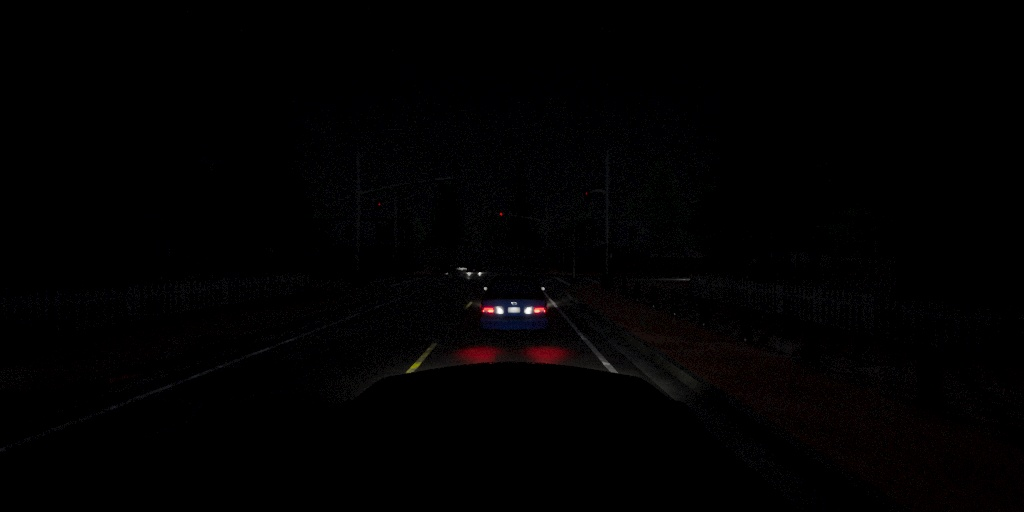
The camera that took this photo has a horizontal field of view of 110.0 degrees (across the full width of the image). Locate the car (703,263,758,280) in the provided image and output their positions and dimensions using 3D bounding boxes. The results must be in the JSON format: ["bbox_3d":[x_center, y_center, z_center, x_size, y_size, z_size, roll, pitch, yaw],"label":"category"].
[{"bbox_3d":[18.416,1.295,30.119,4.181,1.385,1.994,0,0,2],"label":"car"}]

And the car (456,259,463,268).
[{"bbox_3d":[-8.146,1.272,60.537,1.994,1.385,4.181,0,0,-20],"label":"car"}]

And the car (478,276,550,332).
[{"bbox_3d":[0.065,1.296,10.800,2.033,1.411,5.357,0,0,0],"label":"car"}]

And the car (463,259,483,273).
[{"bbox_3d":[-4.629,1.258,44.259,2.033,1.411,5.357,0,0,-5],"label":"car"}]
